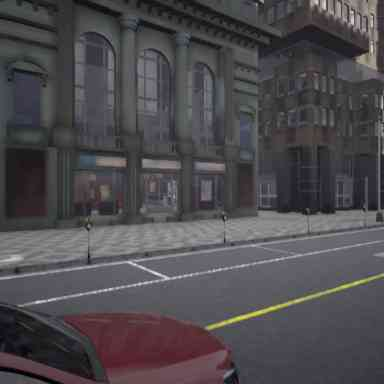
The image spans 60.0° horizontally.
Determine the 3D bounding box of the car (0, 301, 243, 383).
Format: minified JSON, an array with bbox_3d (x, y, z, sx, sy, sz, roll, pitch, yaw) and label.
[{"bbox_3d":[-1.705,1.519,2.218,4.674,1.442,1.812,0,0,-35],"label":"car"}]
